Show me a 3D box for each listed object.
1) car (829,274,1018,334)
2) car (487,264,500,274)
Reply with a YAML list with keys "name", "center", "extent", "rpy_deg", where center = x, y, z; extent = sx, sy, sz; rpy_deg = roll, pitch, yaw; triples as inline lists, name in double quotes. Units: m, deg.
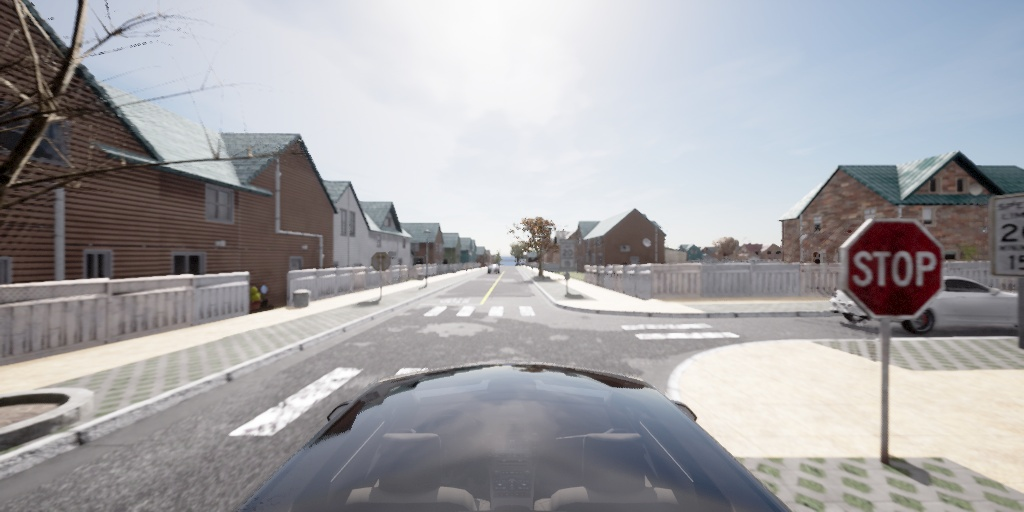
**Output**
- name: "car"
  center: [11.365, 1.199, 9.731]
  extent: [4.674, 1.442, 1.812]
  rpy_deg: [-1, 0, 0]
- name: "car"
  center: [-2.835, 2.002, 56.291]
  extent: [2.128, 1.511, 4.902]
  rpy_deg: [0, -1, 0]
